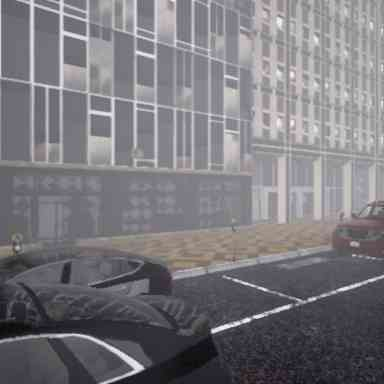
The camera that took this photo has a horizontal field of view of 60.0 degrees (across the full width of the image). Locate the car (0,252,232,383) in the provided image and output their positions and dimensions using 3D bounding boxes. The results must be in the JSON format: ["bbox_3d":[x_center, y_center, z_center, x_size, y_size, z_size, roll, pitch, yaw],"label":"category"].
[{"bbox_3d":[-1.957,1.508,1.984,4.892,1.490,1.837,0,0,-35],"label":"car"}]

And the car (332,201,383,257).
[{"bbox_3d":[6.976,1.246,11.519,5.009,1.841,2.192,0,1,-35],"label":"car"}]

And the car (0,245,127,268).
[{"bbox_3d":[-2.292,1.561,4.921,4.313,1.339,1.947,0,1,-35],"label":"car"}]
